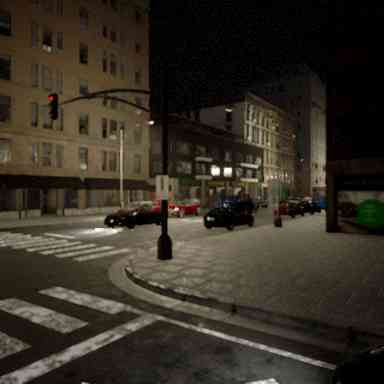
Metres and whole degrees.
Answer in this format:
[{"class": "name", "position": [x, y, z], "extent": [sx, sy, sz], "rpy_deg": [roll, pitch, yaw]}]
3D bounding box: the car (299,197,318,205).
[{"class": "car", "position": [21.585, 1.593, 61.526], "extent": [2.008, 1.369, 4.403], "rpy_deg": [0, 0, 36]}]

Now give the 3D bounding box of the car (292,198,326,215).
[{"class": "car", "position": [12.022, 1.603, 34.468], "extent": [1.947, 1.339, 4.313], "rpy_deg": [0, 0, 36]}]

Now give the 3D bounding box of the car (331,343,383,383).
[{"class": "car", "position": [3.094, 1.522, 1.483], "extent": [4.674, 1.442, 1.812], "rpy_deg": [0, 0, 35]}]

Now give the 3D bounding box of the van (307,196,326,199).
[{"class": "van", "position": [15.239, 1.379, 38.942], "extent": [1.690, 1.788, 3.998], "rpy_deg": [0, 0, 36]}]

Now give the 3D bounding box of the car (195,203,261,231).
[{"class": "car", "position": [2.374, 1.604, 21.041], "extent": [1.947, 1.339, 4.313], "rpy_deg": [0, 0, 36]}]

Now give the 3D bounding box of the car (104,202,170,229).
[{"class": "car", "position": [-3.738, 1.594, 21.939], "extent": [1.994, 1.385, 4.181], "rpy_deg": [0, 0, 36]}]

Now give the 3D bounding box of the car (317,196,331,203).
[{"class": "car", "position": [28.017, 1.597, 70.476], "extent": [1.887, 1.381, 4.507], "rpy_deg": [0, 0, 36]}]

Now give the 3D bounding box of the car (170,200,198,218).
[{"class": "car", "position": [-0.926, 1.463, 30.200], "extent": [1.967, 1.590, 4.097], "rpy_deg": [0, 0, 36]}]

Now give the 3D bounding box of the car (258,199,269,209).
[{"class": "car", "position": [8.722, 1.575, 43.625], "extent": [2.008, 1.369, 4.403], "rpy_deg": [0, 0, 36]}]

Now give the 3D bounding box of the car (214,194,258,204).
[{"class": "car", "position": [4.134, 1.249, 32.891], "extent": [2.150, 2.045, 5.566], "rpy_deg": [0, 0, 36]}]

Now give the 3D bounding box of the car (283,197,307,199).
[{"class": "car", "position": [14.643, 1.558, 47.394], "extent": [1.812, 1.442, 4.674], "rpy_deg": [0, 0, 36]}]

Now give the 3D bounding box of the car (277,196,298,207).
[{"class": "car", "position": [15.153, 1.472, 52.576], "extent": [1.967, 1.590, 4.097], "rpy_deg": [0, 0, 36]}]

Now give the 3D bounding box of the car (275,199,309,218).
[{"class": "car", "position": [8.807, 1.618, 29.993], "extent": [1.802, 1.307, 4.206], "rpy_deg": [0, 0, 36]}]
